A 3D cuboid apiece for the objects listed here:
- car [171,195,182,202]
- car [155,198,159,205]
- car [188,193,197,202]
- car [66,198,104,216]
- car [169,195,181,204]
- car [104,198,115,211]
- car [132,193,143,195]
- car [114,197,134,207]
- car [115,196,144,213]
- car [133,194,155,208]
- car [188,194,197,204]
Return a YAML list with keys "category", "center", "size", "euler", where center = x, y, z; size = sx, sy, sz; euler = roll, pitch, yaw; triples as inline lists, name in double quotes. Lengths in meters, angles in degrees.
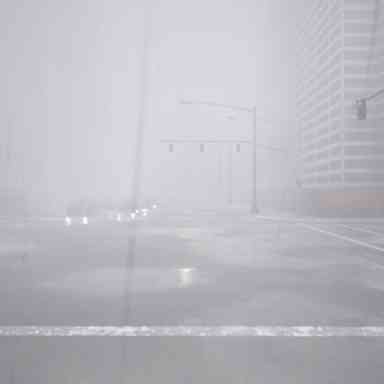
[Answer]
- category: "car"
  center: [-3.366, 1.374, 74.353]
  size: [2.128, 1.511, 4.902]
  euler: [0, 0, 0]
- category: "car"
  center: [-6.974, 1.617, 58.485]
  size: [1.895, 1.301, 4.718]
  euler: [0, 0, 0]
- category: "car"
  center: [0.134, 1.204, 74.317]
  size: [2.097, 1.767, 4.553]
  euler: [0, 0, 0]
- category: "car"
  center: [-10.579, 1.361, 32.696]
  size: [2.097, 1.767, 4.553]
  euler: [0, 0, 1]
- category: "car"
  center: [-3.385, 1.509, 64.069]
  size: [2.128, 1.511, 4.902]
  euler: [0, 0, 0]
- category: "car"
  center: [-10.522, 1.489, 41.828]
  size: [1.882, 1.535, 5.008]
  euler: [0, 0, 0]
- category: "car"
  center: [-10.444, 1.494, 62.020]
  size: [1.882, 1.535, 5.008]
  euler: [0, 0, 0]
- category: "car"
  center: [-10.502, 1.561, 51.739]
  size: [2.033, 1.411, 5.357]
  euler: [0, 0, 0]
- category: "car"
  center: [-7.032, 1.515, 37.811]
  size: [1.837, 1.490, 4.892]
  euler: [0, 0, 0]
- category: "car"
  center: [-7.010, 1.505, 48.161]
  size: [2.128, 1.511, 4.902]
  euler: [0, 0, 0]
- category: "car"
  center: [0.115, 1.565, 64.063]
  size: [2.033, 1.411, 5.357]
  euler: [0, 0, 0]
